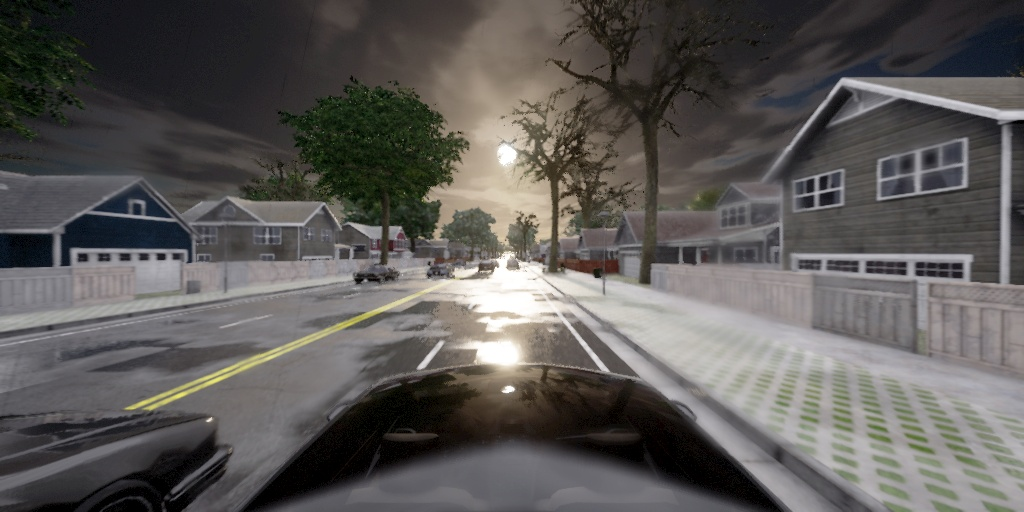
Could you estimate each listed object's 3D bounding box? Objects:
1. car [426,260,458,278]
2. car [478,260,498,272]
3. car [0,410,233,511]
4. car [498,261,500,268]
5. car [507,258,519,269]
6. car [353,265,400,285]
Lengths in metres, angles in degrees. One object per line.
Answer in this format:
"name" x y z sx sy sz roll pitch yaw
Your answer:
"car" -6.584 1.316 33.242 1.994 1.385 4.181 0 0 0
"car" -3.139 1.235 45.175 1.882 1.535 5.008 0 0 0
"car" -3.151 1.298 0.350 2.033 1.411 5.357 0 0 0
"car" -3.235 1.332 63.172 1.994 1.385 4.181 0 0 0
"car" 0.113 1.256 56.317 2.128 1.511 4.902 0 0 0
"car" -9.842 1.351 26.324 1.895 1.301 4.718 0 0 0
